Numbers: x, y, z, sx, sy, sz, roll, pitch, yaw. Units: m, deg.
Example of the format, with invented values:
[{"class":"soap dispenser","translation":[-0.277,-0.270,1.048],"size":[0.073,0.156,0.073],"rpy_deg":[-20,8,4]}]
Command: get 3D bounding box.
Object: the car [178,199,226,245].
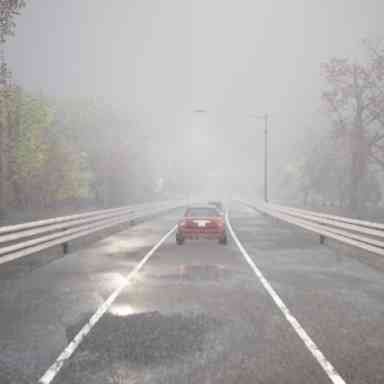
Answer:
[{"class":"car","translation":[0.517,1.396,16.131],"size":[2.097,1.767,4.553],"rpy_deg":[0,0,3]}]
